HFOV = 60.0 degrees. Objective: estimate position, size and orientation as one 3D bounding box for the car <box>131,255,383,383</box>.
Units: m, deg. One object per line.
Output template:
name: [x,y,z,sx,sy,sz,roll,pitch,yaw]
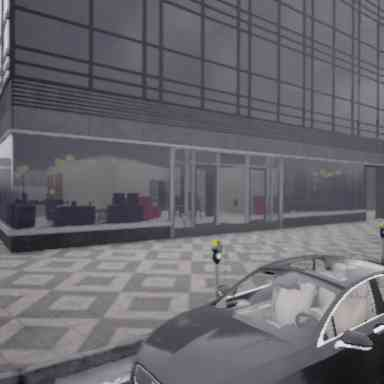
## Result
car: [1.443,1.528,3.964,4.403,1.369,2.008,0,0,-35]
